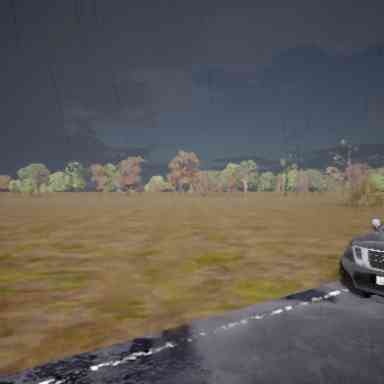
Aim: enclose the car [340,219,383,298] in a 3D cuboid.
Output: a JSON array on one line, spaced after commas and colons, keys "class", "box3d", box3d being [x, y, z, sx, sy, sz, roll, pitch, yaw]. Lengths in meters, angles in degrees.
[{"class": "car", "box3d": [5.620, 1.206, 7.387, 5.566, 2.045, 2.150, 0, 0, -36]}]
